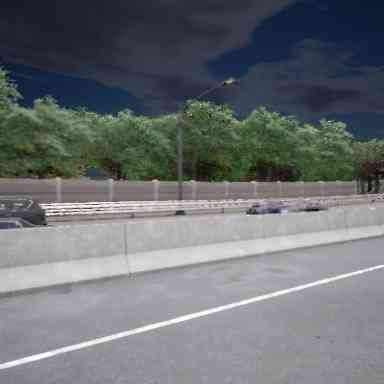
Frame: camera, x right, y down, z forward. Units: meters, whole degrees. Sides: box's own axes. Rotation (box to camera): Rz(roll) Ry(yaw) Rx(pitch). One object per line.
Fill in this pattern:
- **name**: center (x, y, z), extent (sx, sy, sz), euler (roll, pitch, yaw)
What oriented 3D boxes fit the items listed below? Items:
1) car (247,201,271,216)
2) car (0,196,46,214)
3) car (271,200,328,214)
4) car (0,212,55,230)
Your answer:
- **car**: center (6.935, 1.506, 30.107), extent (4.181, 1.385, 1.994), euler (-1, 0, -34)
- **car**: center (-9.307, 1.215, 14.538), extent (5.566, 2.045, 2.150), euler (0, 0, -35)
- **car**: center (9.235, 1.431, 27.441), extent (4.902, 1.511, 2.128), euler (-1, 0, -34)
- **car**: center (-7.115, 1.595, 11.802), extent (4.718, 1.301, 1.895), euler (0, 0, -35)
